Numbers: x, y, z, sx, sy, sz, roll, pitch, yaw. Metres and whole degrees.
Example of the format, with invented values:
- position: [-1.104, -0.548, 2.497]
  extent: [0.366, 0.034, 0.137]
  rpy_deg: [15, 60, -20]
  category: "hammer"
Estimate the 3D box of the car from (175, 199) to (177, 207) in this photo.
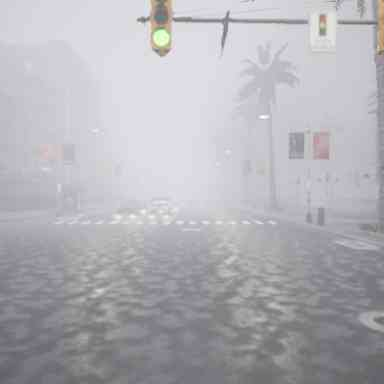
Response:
- position: [-3.534, 1.756, 48.348]
  extent: [1.812, 1.442, 4.674]
  rpy_deg: [0, 0, 1]
  category: "car"

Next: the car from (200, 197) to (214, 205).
- position: [3.348, 1.811, 66.485]
  extent: [2.128, 1.511, 4.902]
  rpy_deg: [0, 0, -4]
  category: "car"

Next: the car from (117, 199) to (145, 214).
- position: [-7.054, 1.531, 37.639]
  extent: [2.097, 1.767, 4.553]
  rpy_deg: [0, 0, 1]
  category: "car"

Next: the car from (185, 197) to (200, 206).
- position: [0.054, 1.764, 60.041]
  extent: [1.882, 1.535, 5.008]
  rpy_deg: [0, 0, -1]
  category: "car"

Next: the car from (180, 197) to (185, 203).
- position: [-1.494, 1.908, 77.207]
  extent: [2.033, 1.411, 5.357]
  rpy_deg: [0, 0, -12]
  category: "car"

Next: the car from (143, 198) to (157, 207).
- position: [-7.021, 1.794, 56.418]
  extent: [1.812, 1.442, 4.674]
  rpy_deg: [0, 0, 0]
  category: "car"

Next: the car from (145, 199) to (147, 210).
- position: [-7.053, 1.784, 46.266]
  extent: [1.994, 1.385, 4.181]
  rpy_deg: [0, 0, 0]
  category: "car"

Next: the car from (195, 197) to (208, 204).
- position: [2.129, 1.844, 76.794]
  extent: [1.882, 1.535, 5.008]
  rpy_deg: [0, 0, -12]
  category: "car"

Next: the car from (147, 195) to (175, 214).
- position: [-3.542, 1.407, 38.840]
  extent: [2.150, 2.045, 5.566]
  rpy_deg: [0, 0, 0]
  category: "car"
